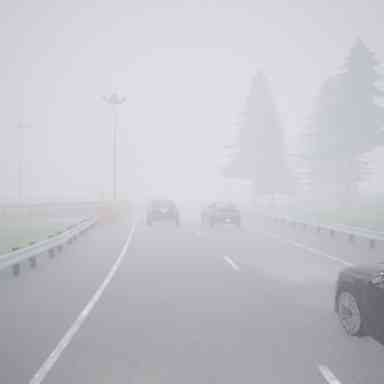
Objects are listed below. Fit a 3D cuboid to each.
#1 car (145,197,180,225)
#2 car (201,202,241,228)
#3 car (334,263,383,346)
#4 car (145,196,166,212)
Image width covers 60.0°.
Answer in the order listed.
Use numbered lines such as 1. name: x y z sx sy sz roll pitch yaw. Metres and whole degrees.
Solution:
1. car: -2.072 1.236 23.100 2.097 1.767 4.553 0 0 -7
2. car: 1.733 1.379 20.997 2.128 1.511 4.902 0 0 -7
3. car: 3.361 1.466 3.679 2.128 1.511 4.902 0 0 -2
4. car: -4.207 1.302 37.719 2.128 1.511 4.902 0 0 -9
